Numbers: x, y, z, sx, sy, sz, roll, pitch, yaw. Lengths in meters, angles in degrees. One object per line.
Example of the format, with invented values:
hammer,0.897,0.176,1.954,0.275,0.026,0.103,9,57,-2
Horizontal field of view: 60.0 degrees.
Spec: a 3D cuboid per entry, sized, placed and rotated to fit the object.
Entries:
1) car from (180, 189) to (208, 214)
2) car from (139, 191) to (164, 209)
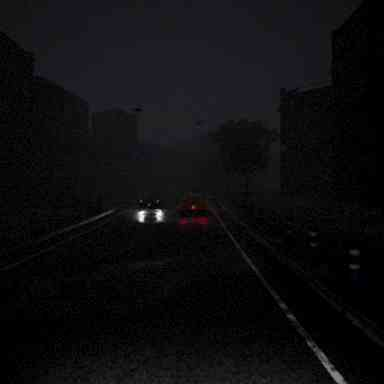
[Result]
car,0.105,0.800,25.776,1.882,1.535,5.008,0,3,0
car,-3.542,0.669,29.936,1.812,1.442,4.674,0,2,1
